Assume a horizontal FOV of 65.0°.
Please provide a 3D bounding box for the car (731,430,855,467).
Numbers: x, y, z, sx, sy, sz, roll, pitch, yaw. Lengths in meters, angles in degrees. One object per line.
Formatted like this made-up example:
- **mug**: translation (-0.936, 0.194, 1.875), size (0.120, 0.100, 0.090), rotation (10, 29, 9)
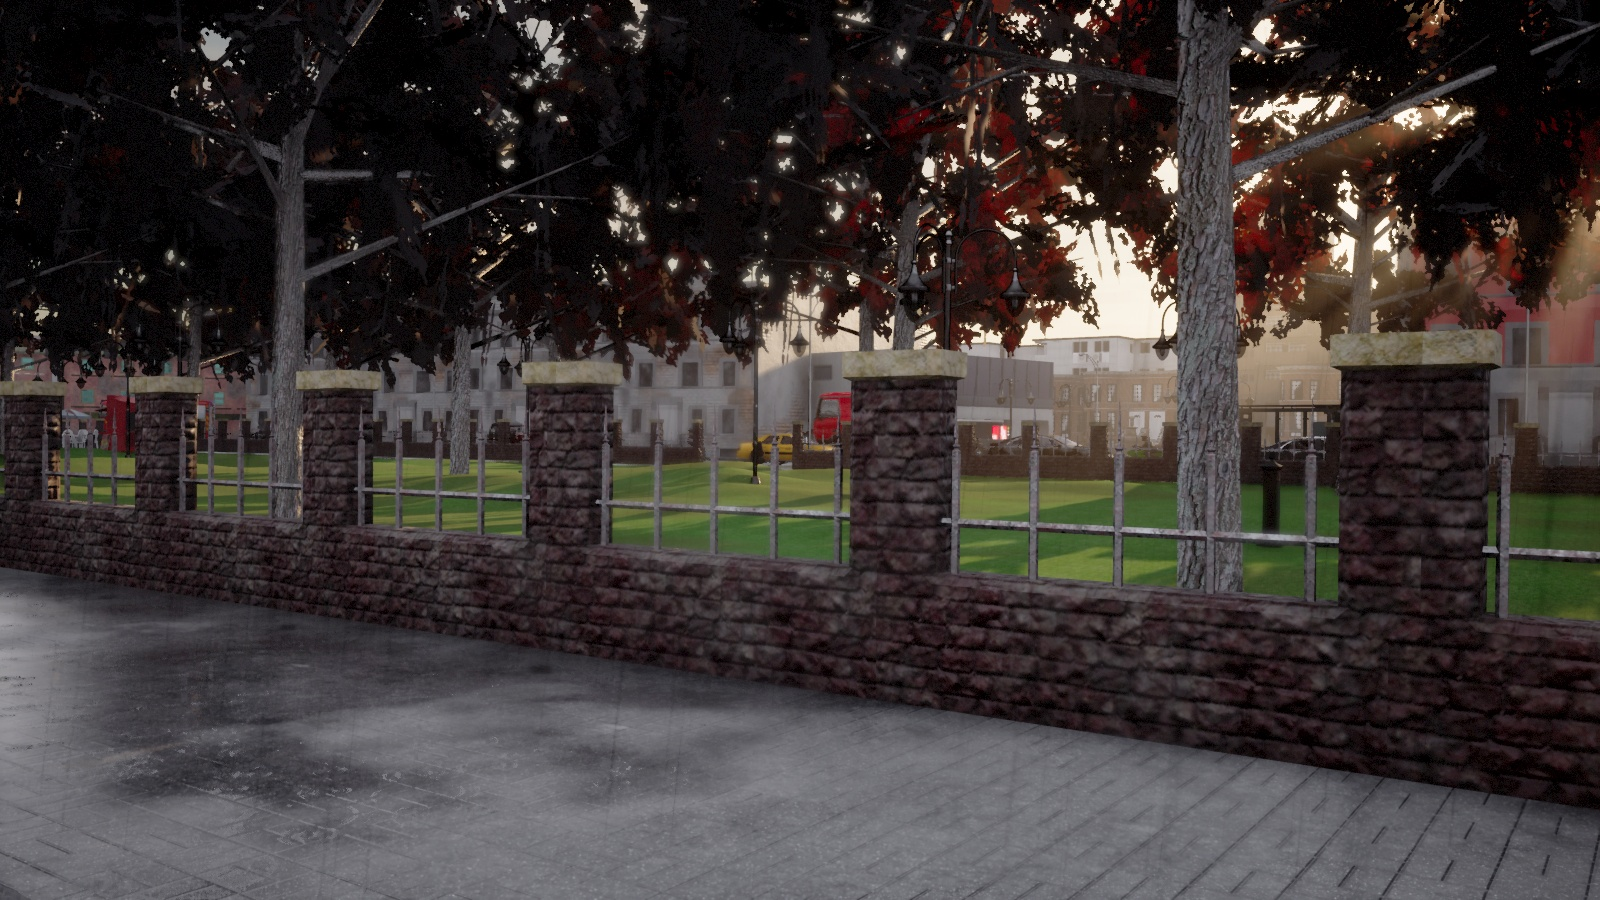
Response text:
- **car**: translation (-0.366, -0.077, 54.997), size (5.366, 1.575, 1.801), rotation (0, 1, 35)

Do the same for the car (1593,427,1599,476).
- **car**: translation (25.908, 0.024, 36.535), size (4.674, 1.442, 1.812), rotation (0, 1, 36)

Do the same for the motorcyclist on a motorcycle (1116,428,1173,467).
- **motorcyclist on a motorcycle**: translation (13.716, -0.093, 49.984), size (2.044, 1.523, 0.797), rotation (0, 1, 35)

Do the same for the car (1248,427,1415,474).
- **car**: translation (17.818, -0.001, 42.210), size (4.892, 1.490, 1.837), rotation (0, 1, 35)

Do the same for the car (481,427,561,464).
- **car**: translation (-14.449, -0.228, 64.882), size (3.866, 1.878, 1.905), rotation (0, 1, 35)

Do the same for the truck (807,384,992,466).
- **truck**: translation (4.402, -1.062, 56.514), size (7.936, 3.462, 2.891), rotation (0, 1, 35)

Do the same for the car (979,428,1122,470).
- **car**: translation (9.552, -0.055, 48.023), size (4.902, 1.511, 2.128), rotation (0, 1, 35)

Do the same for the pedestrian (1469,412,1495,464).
- **pedestrian**: translation (25.884, -0.444, 47.669), size (0.788, 1.949, 0.423), rotation (0, 1, 39)
